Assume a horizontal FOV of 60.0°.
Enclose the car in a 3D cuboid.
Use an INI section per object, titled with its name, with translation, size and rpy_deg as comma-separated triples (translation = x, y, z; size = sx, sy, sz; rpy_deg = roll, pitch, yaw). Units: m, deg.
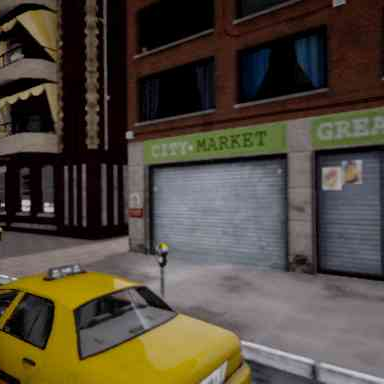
[car]
translation = -1.720, 1.567, 4.104
size = 4.829, 1.417, 1.752
rpy_deg = -1, -1, 35
